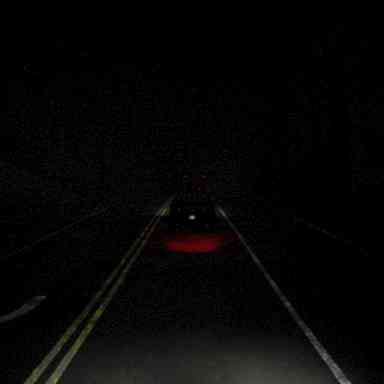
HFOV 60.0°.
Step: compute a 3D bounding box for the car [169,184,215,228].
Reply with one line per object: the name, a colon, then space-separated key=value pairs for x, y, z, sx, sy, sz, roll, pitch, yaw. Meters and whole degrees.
car: x=0.019 y=0.643 z=15.249 sx=1.882 sy=1.535 sz=5.008 roll=0 pitch=4 yaw=0
